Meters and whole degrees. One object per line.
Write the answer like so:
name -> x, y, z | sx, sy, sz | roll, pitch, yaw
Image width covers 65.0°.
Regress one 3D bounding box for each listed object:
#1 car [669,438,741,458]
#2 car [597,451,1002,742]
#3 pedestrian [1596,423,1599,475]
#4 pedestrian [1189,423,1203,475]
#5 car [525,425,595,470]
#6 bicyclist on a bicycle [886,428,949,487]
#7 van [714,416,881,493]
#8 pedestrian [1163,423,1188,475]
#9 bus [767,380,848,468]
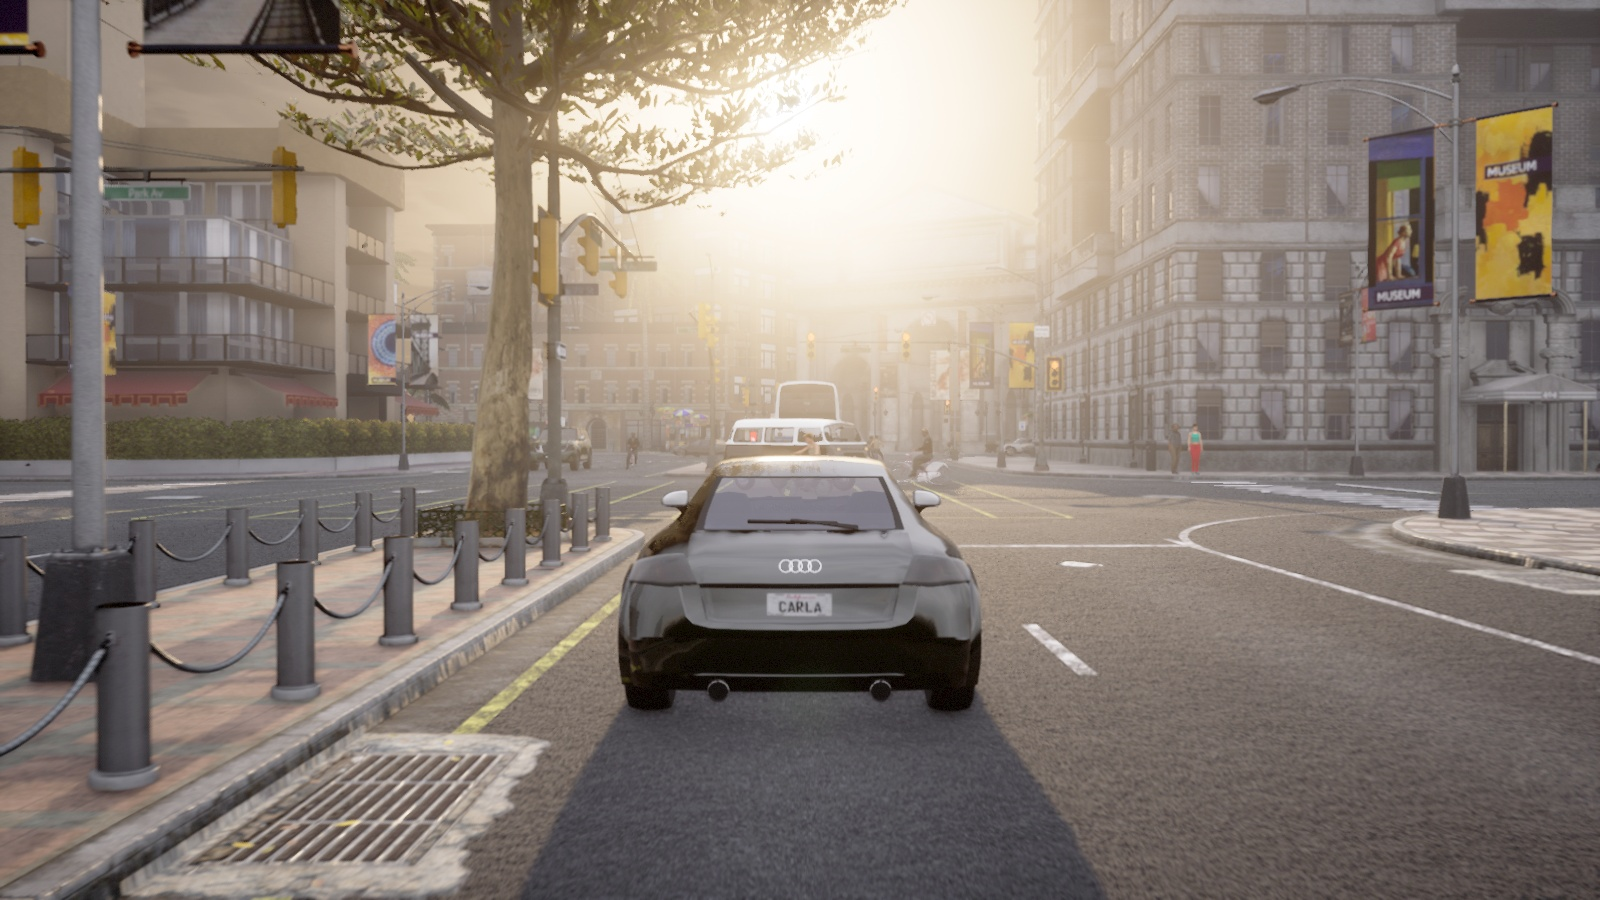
car -> -7.116, -0.160, 93.826 | 5.357, 1.411, 2.033 | 0, 1, 37
car -> 0.004, 0.726, 8.279 | 1.994, 1.385, 4.181 | 0, 1, 0
pedestrian -> 30.491, -0.051, 47.262 | 0.788, 1.949, 0.423 | 0, 1, 4
pedestrian -> 14.164, -0.040, 44.921 | 0.345, 1.836, 0.594 | 0, 1, 5
car -> -11.154, -0.138, 58.787 | 2.150, 2.045, 5.566 | 0, 1, 0
bicyclist on a bicycle -> 3.606, 0.229, 38.621 | 1.843, 1.776, 0.659 | 0, 1, 0
van -> -0.123, 0.112, 35.491 | 4.480, 2.038, 2.069 | 0, 1, 42
pedestrian -> 13.510, -0.044, 45.193 | 0.540, 1.848, 0.694 | 0, 1, -27
bus -> 0.389, -1.298, 66.038 | 3.944, 4.253, 10.273 | 0, 1, 0
